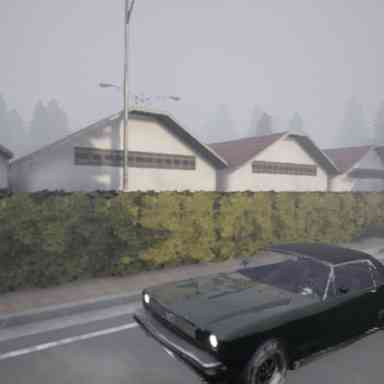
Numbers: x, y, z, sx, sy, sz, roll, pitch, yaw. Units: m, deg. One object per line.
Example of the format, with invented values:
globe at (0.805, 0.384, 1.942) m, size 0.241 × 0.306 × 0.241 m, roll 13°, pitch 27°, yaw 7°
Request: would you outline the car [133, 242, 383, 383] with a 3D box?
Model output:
car at (1.577, 1.527, 5.048) m, size 4.718 × 1.301 × 1.895 m, roll 0°, pitch 1°, yaw -34°
